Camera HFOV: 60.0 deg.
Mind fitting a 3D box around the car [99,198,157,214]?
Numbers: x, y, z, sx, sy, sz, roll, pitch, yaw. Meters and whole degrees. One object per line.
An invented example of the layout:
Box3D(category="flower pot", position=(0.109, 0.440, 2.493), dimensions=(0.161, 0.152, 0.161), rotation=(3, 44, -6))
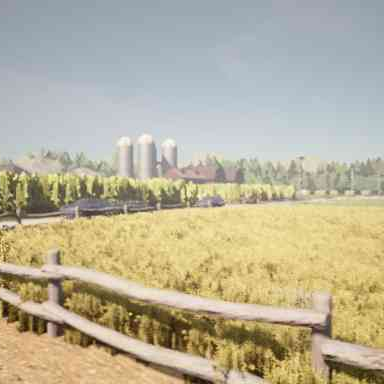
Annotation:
Box3D(category="car", position=(-4.889, 1.451, 27.905), dimensions=(2.128, 1.511, 4.902), rotation=(0, 0, 36))

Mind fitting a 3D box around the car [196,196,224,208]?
Box3D(category="car", position=(2.391, 1.309, 43.676), dimensions=(2.097, 1.767, 4.553), rotation=(0, 0, 35))

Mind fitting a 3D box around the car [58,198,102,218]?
Box3D(category="car", position=(-8.875, 1.307, 27.951), dimensions=(2.097, 1.767, 4.553), rotation=(0, 0, 35))
